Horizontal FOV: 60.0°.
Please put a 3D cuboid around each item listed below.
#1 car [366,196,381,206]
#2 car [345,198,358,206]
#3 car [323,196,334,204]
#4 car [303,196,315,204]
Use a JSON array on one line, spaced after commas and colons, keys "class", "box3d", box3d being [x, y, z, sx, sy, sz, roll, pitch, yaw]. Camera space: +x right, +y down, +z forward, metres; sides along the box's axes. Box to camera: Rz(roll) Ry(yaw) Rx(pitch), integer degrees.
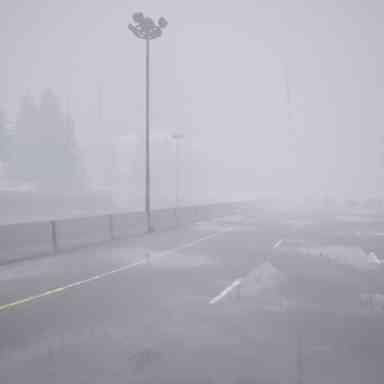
[{"class": "car", "box3d": [30.403, 1.504, 55.736, 1.837, 1.490, 4.892, 0, 0, 23]}, {"class": "car", "box3d": [26.143, 1.600, 54.618, 1.895, 1.301, 4.718, 0, 0, 22]}, {"class": "car", "box3d": [26.639, 1.477, 64.923, 1.882, 1.535, 5.008, 0, 0, 23]}, {"class": "car", "box3d": [22.673, 1.504, 64.494, 1.837, 1.490, 4.892, 0, 0, 23]}]
